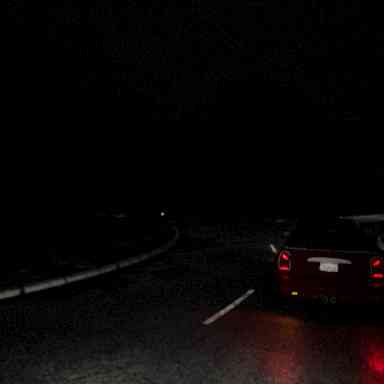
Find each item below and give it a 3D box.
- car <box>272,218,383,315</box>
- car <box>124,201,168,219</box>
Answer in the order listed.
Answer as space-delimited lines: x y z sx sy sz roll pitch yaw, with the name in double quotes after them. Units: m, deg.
3.236 1.389 7.990 2.097 1.767 4.553 0 0 21 "car"
-4.307 1.627 30.433 4.892 1.490 1.837 1 -1 43 "car"
